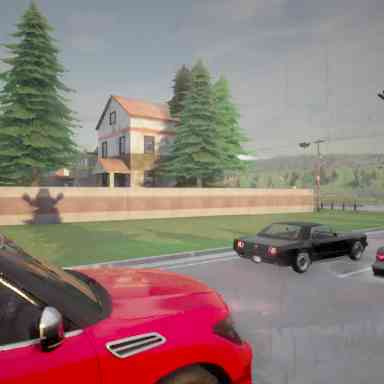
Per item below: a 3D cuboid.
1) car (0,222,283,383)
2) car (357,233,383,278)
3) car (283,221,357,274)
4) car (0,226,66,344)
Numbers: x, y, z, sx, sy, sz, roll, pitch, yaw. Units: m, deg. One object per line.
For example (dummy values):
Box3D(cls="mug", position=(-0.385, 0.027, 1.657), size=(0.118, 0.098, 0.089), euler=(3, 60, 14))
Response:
Box3D(cls="car", position=(-2.099, 1.221, 2.307), size=(5.566, 2.045, 2.150), euler=(0, 0, -35))
Box3D(cls="car", position=(6.709, 1.548, 8.539), size=(5.357, 1.411, 2.033), euler=(0, 0, -36))
Box3D(cls="car", position=(3.652, 1.601, 10.667), size=(4.718, 1.301, 1.895), euler=(0, 0, -36))
Box3D(cls="car", position=(-4.676, 1.478, 4.827), size=(5.008, 1.535, 1.882), euler=(0, 0, -34))
